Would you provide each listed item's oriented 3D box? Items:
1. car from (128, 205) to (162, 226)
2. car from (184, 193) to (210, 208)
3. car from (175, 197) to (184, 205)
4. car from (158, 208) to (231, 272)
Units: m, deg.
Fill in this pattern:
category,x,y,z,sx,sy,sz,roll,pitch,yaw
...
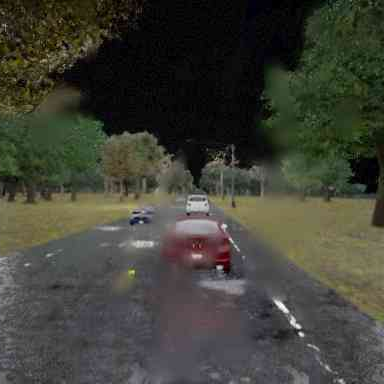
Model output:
category,x,y,z,sx,sy,sz,roll,pitch,yaw
car,-3.321,1.649,24.751,2.033,1.411,5.357,0,0,1
car,0.593,1.365,33.887,2.150,2.045,5.566,0,0,1
car,-2.227,1.769,65.470,1.837,1.490,4.892,0,0,2
car,0.165,1.520,10.988,1.882,1.535,5.008,0,0,1
